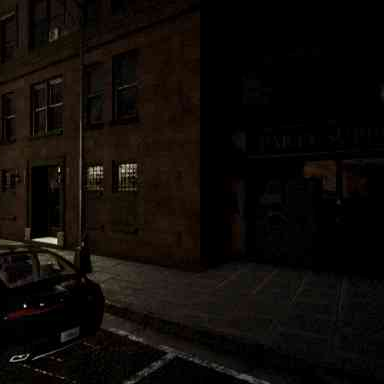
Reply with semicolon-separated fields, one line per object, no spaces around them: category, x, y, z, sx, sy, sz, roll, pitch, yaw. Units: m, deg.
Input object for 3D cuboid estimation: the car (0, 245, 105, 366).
car;-3.298;1.551;5.448;4.403;1.369;2.008;0;0;36
